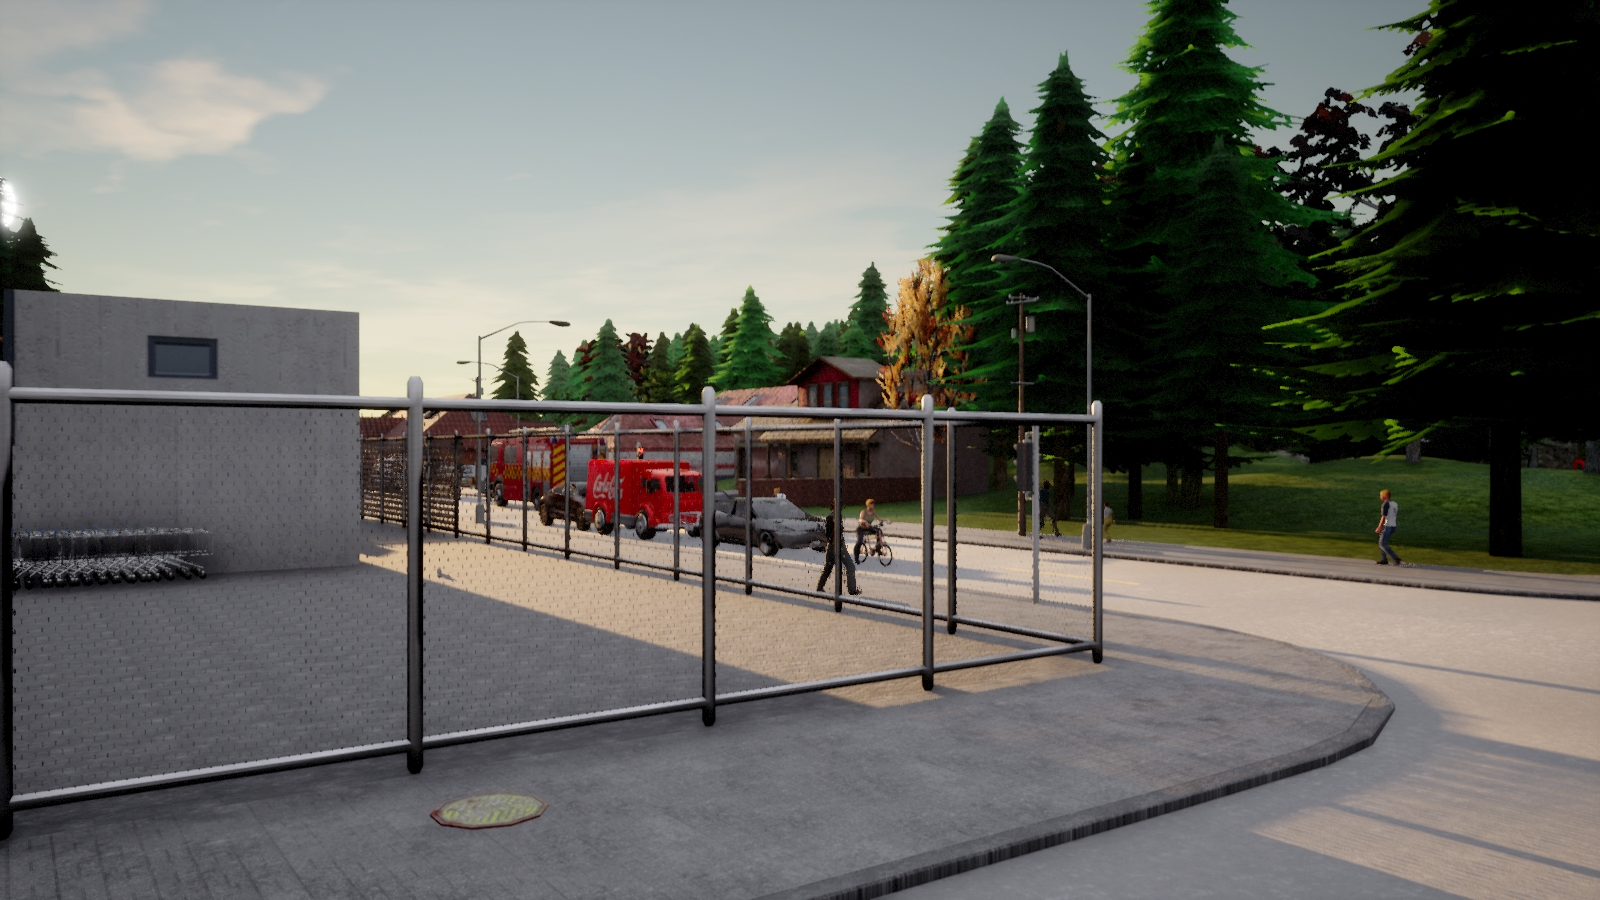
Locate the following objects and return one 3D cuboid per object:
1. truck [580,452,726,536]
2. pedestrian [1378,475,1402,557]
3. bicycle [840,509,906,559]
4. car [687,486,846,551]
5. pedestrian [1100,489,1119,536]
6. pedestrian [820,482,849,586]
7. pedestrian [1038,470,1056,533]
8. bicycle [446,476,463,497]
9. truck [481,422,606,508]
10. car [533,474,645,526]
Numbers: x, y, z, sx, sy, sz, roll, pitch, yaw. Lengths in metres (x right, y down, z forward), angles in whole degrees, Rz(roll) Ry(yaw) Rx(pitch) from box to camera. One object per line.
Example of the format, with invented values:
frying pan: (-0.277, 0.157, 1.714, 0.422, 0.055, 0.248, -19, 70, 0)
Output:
truck: (-4.910, 1.334, 37.383, 2.627, 2.467, 5.204, 0, 0, -35)
pedestrian: (13.636, 1.516, 26.413, 0.375, 1.860, 0.375, 0, 0, -37)
bicycle: (1.773, 2.031, 27.810, 0.859, 1.080, 1.487, 0, 0, -35)
car: (-1.029, 1.837, 31.812, 2.163, 1.488, 4.792, 0, 0, -35)
pedestrian: (8.914, 1.797, 32.953, 0.375, 1.300, 0.375, 0, 0, -34)
pedestrian: (0.627, 1.512, 20.829, 0.375, 1.860, 0.375, 0, 0, 42)
pedestrian: (7.356, 1.516, 34.008, 0.375, 1.860, 0.375, 0, 0, -40)
bicycle: (-19.316, 2.030, 63.874, 0.859, 1.080, 1.487, 0, 0, -19)
truck: (-12.545, 0.663, 55.258, 2.891, 3.827, 8.468, 0, 0, -35)
car: (-7.756, 1.769, 41.538, 2.152, 1.651, 5.027, 0, 0, -34)
